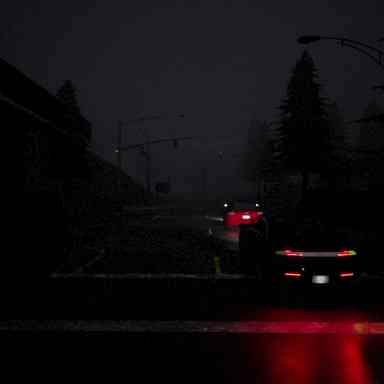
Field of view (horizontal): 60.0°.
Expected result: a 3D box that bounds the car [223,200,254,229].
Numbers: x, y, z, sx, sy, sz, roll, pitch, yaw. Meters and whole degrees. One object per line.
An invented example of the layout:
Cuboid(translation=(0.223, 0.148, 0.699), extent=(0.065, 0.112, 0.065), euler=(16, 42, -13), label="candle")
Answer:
Cuboid(translation=(2.739, 1.137, 18.194), extent=(1.994, 1.385, 4.181), euler=(-1, 2, 3), label="car")

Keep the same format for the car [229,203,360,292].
Cuboid(translation=(2.298, 1.247, 8.248), extent=(2.128, 1.511, 4.902), euler=(0, 2, 1), label="car")

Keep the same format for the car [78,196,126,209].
Cuboid(translation=(-9.362, 1.057, 34.808), extent=(4.718, 1.301, 1.895), euler=(0, 1, 2), label="car")

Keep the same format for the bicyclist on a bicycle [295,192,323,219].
Cuboid(translation=(6.590, 0.852, 18.778), extent=(1.656, 1.620, 0.582), euler=(0, 1, 2), label="bicyclist on a bicycle")
